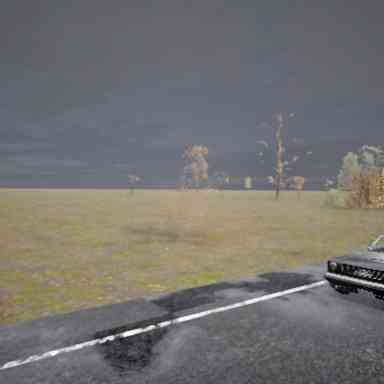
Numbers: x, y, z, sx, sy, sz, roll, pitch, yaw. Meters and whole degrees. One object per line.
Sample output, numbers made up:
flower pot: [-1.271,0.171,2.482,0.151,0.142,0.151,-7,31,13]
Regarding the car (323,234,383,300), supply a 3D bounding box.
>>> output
car: [5.122,1.636,7.643,4.718,1.301,1.895,0,0,-35]
